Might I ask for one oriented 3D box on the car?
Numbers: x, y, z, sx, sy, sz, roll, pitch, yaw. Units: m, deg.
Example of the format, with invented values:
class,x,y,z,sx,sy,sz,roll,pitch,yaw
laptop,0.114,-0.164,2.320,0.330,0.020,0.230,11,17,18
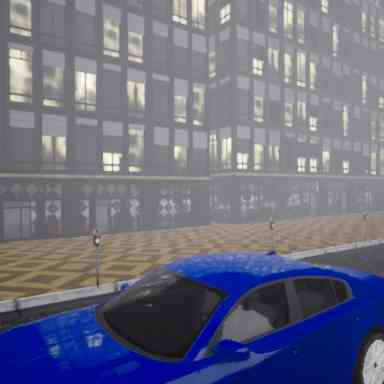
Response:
class,x,y,z,sx,sy,sz,roll,pitch,yaw
car,0.300,1.476,3.574,5.008,1.535,1.882,0,0,-35
